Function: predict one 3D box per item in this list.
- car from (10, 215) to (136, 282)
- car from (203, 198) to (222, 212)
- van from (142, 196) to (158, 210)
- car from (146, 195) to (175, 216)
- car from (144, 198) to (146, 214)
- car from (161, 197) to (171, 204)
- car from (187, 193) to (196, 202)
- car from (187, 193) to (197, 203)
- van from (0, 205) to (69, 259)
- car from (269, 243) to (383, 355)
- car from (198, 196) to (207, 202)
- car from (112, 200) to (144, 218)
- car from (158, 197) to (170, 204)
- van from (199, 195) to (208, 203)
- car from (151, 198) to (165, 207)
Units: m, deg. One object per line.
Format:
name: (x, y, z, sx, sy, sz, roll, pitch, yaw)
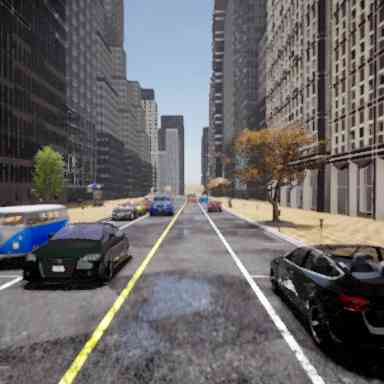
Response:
car: (-3.084, 1.588, 9.682, 1.994, 1.385, 4.181, 0, 0, 0)
car: (2.670, 1.694, 39.884, 1.802, 1.307, 4.206, -1, 0, 0)
van: (-5.715, 1.475, 45.506, 1.690, 1.788, 3.998, -1, 0, 0)
car: (-3.007, 1.337, 34.032, 2.150, 2.045, 5.566, 0, 0, 0)
car: (-5.709, 1.620, 34.087, 1.752, 1.417, 4.829, -1, 0, 0)
car: (-5.718, 1.789, 73.631, 2.008, 1.369, 4.403, -1, 0, 0)
car: (-0.018, 1.392, 83.149, 2.150, 2.045, 5.566, 0, 0, 0)
car: (-0.016, 1.577, 72.826, 2.097, 1.767, 4.553, 0, 0, 0)
van: (-5.707, 1.371, 11.757, 1.690, 1.788, 3.998, -1, 0, 0)
car: (2.678, 1.580, 6.133, 1.947, 1.339, 4.313, -1, 0, 0)
car: (2.657, 1.723, 84.884, 1.967, 1.590, 4.097, -1, 0, 0)
car: (-5.707, 1.629, 28.631, 2.008, 1.369, 4.403, -1, 0, 0)
car: (-5.717, 1.767, 68.007, 2.008, 1.369, 4.403, -1, 0, 0)
van: (2.658, 1.577, 73.635, 1.690, 1.788, 3.998, -1, 0, 0)
car: (-5.714, 1.718, 56.756, 1.887, 1.381, 4.507, -1, 0, 0)
